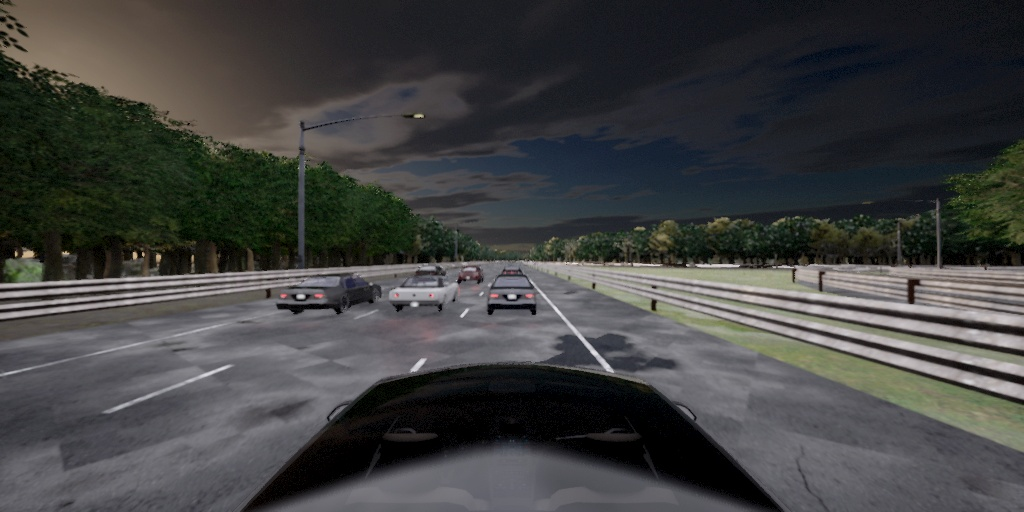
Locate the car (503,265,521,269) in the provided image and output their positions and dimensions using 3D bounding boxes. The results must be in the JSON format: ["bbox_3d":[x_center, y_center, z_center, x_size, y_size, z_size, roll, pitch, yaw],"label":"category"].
[{"bbox_3d":[0.016,1.525,30.374,2.128,1.511,4.902,0,0,0],"label":"car"}]

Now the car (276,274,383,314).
[{"bbox_3d":[-6.993,1.420,14.404,2.033,1.411,5.357,0,-1,0],"label":"car"}]

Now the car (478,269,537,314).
[{"bbox_3d":[0.007,1.420,14.387,2.033,1.411,5.357,0,-1,0],"label":"car"}]

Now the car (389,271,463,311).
[{"bbox_3d":[-3.486,1.480,15.118,1.895,1.301,4.718,0,-1,0],"label":"car"}]

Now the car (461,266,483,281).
[{"bbox_3d":[-3.480,1.562,30.776,1.812,1.442,4.674,0,0,0],"label":"car"}]

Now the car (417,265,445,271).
[{"bbox_3d":[-6.977,1.517,31.104,1.882,1.535,5.008,0,0,0],"label":"car"}]
